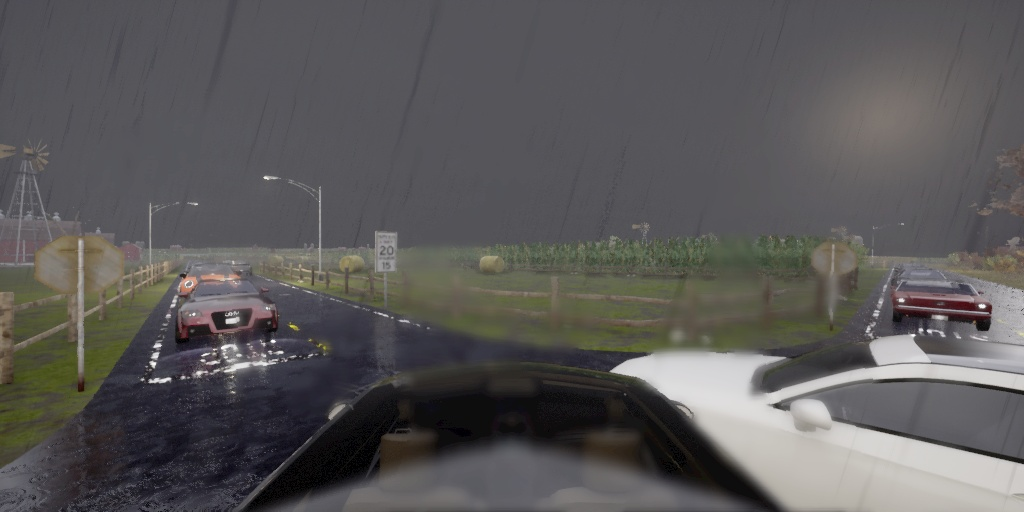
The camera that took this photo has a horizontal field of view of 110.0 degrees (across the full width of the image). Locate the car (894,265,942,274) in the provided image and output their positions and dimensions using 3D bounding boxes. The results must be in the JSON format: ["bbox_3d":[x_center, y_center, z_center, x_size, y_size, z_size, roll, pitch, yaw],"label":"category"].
[{"bbox_3d":[20.568,1.363,18.044,5.357,1.411,2.033,0,1,-43],"label":"car"}]

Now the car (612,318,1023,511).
[{"bbox_3d":[2.836,1.294,2.391,1.812,1.442,4.674,0,1,-44],"label":"car"}]

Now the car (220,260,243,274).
[{"bbox_3d":[-33.769,1.304,43.092,1.837,1.490,4.892,0,0,-42],"label":"car"}]

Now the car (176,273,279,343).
[{"bbox_3d":[-7.955,1.355,9.962,1.994,1.385,4.181,0,0,-43],"label":"car"}]

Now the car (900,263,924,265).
[{"bbox_3d":[27.313,1.401,24.310,4.181,1.385,1.994,0,1,-43],"label":"car"}]

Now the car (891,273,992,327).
[{"bbox_3d":[13.501,1.398,11.470,4.718,1.301,1.895,0,1,-43],"label":"car"}]

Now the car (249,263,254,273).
[{"bbox_3d":[-27.036,1.282,35.645,2.128,1.511,4.902,0,0,-42],"label":"car"}]

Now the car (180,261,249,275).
[{"bbox_3d":[-13.741,1.140,16.436,2.097,1.767,4.553,0,0,-42],"label":"car"}]
